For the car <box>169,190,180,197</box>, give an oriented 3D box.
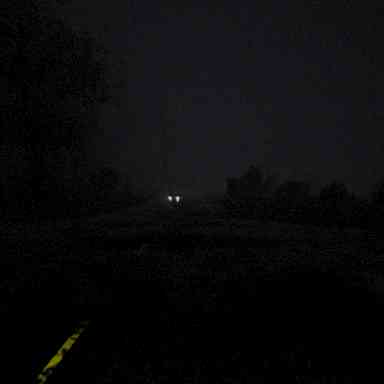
[{"bbox_3d":[-3.515,0.270,67.118,1.812,1.442,4.674,0,1,0],"label":"car"}]
